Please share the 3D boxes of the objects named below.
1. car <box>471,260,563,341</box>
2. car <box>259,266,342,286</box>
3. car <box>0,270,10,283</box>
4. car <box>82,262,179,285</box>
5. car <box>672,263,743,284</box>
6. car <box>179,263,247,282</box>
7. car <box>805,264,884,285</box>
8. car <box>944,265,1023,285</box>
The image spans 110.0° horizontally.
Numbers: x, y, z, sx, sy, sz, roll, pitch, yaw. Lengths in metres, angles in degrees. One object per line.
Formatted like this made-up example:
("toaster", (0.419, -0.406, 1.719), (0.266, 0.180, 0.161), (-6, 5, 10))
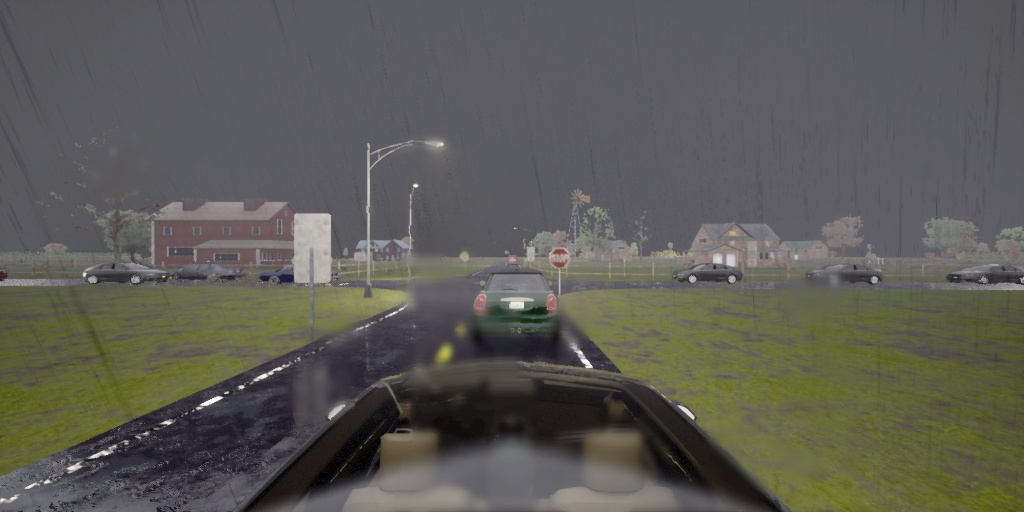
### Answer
("car", (0.119, 1.101, 10.006), (2.097, 1.767, 4.553), (0, 0, 0))
("car", (-14.183, 1.307, 24.271), (4.718, 1.301, 1.895), (0, 0, 2))
("car", (-37.826, 1.244, 24.588), (4.718, 1.301, 1.895), (0, 0, 1))
("car", (-26.176, 1.179, 24.469), (4.892, 1.490, 1.837), (0, 0, 0))
("car", (14.648, 1.298, 27.023), (4.892, 1.490, 1.837), (0, 0, 1))
("car", (-23.456, 1.220, 27.417), (5.357, 1.411, 2.033), (0, 0, 1))
("car", (24.862, 1.338, 26.922), (4.892, 1.490, 1.837), (0, 0, 1))
("car", (35.543, 1.385, 26.809), (4.892, 1.490, 1.837), (0, 0, 1))
